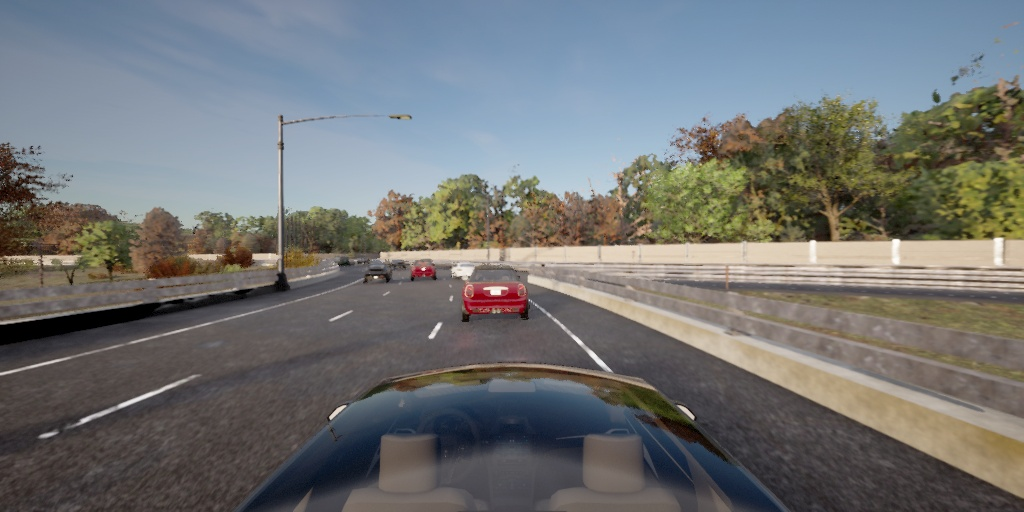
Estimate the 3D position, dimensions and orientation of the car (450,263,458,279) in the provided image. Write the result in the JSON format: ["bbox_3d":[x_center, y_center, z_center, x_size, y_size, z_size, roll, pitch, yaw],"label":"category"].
[{"bbox_3d":[-4.401,1.298,32.320,1.812,1.442,4.674,0,0,-16],"label":"car"}]

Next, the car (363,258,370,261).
[{"bbox_3d":[-19.779,1.361,51.623,1.837,1.490,4.892,0,0,-29],"label":"car"}]

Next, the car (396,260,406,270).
[{"bbox_3d":[-17.606,1.348,54.923,1.837,1.490,4.892,0,0,-29],"label":"car"}]

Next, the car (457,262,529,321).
[{"bbox_3d":[-0.703,1.104,12.803,2.097,1.767,4.553,0,0,-6],"label":"car"}]

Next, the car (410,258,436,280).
[{"bbox_3d":[-8.036,1.141,32.234,2.097,1.767,4.553,0,0,-16],"label":"car"}]

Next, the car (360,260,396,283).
[{"bbox_3d":[-10.734,1.314,28.973,1.837,1.490,4.892,0,0,-15],"label":"car"}]
